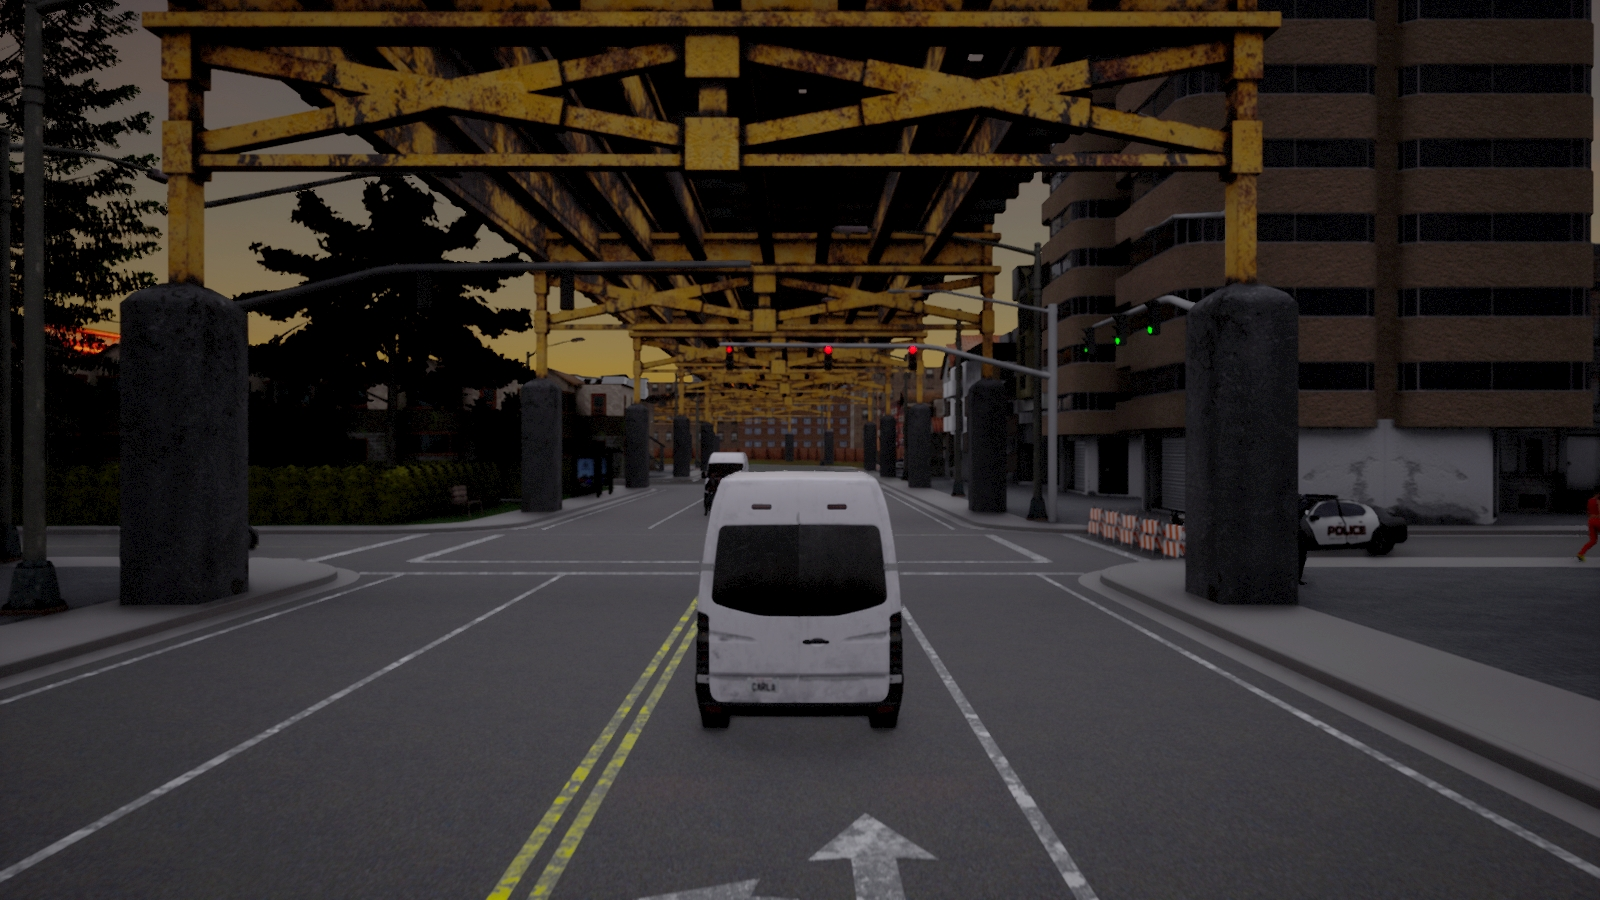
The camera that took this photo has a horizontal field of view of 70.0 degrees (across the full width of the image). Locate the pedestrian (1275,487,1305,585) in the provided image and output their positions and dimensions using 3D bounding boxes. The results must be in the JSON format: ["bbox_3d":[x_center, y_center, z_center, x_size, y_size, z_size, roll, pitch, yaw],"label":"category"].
[{"bbox_3d":[9.433,1.641,21.998,0.375,1.860,0.375,0,0,-11],"label":"pedestrian"}]

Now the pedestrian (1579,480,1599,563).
[{"bbox_3d":[18.114,1.628,26.089,0.375,1.860,0.375,0,0,-2],"label":"pedestrian"}]

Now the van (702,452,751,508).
[{"bbox_3d":[-3.500,1.387,55.608,1.988,2.561,5.915,0,0,0],"label":"van"}]

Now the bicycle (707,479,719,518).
[{"bbox_3d":[-3.499,1.926,45.816,0.329,1.496,1.835,0,0,1],"label":"bicycle"}]

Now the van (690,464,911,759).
[{"bbox_3d":[0.007,1.497,13.272,1.988,2.561,5.915,0,0,0],"label":"van"}]
